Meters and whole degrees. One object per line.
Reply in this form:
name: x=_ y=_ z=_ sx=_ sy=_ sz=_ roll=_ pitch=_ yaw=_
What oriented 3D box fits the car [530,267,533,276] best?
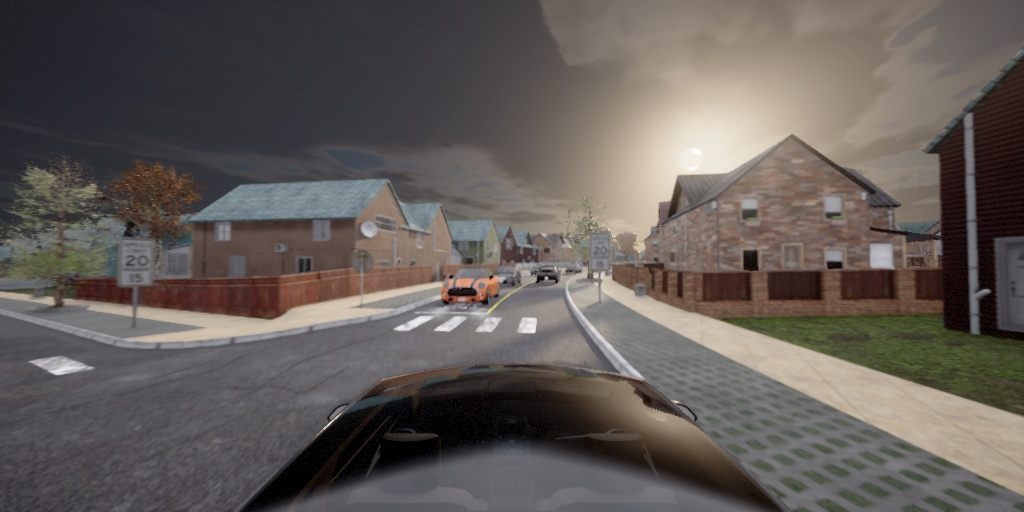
car: x=3.620 y=1.806 z=45.416 sx=1.994 sy=1.385 sz=4.181 roll=0 pitch=-1 yaw=16

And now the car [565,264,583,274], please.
car: x=9.227 y=1.862 z=53.253 sx=2.033 sy=1.411 sz=5.357 roll=0 pitch=-1 yaw=20

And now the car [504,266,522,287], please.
car: x=-0.379 y=1.550 z=28.397 sx=2.128 sy=1.511 sz=4.902 roll=0 pitch=0 yaw=10

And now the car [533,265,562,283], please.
car: x=3.335 y=1.606 z=32.142 sx=1.837 sy=1.490 sz=4.892 roll=0 pitch=-1 yaw=11

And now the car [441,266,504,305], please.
car: x=-1.882 y=1.287 z=17.433 sx=2.097 sy=1.767 sz=4.553 roll=0 pitch=-1 yaw=6
